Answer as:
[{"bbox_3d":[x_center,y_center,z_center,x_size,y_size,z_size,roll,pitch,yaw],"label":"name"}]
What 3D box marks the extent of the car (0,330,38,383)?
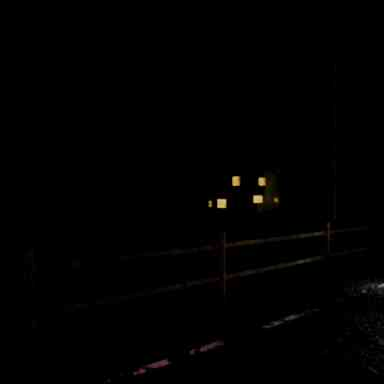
[{"bbox_3d":[-3.019,1.495,0.958,4.902,1.511,2.128,0,0,-35],"label":"car"}]
